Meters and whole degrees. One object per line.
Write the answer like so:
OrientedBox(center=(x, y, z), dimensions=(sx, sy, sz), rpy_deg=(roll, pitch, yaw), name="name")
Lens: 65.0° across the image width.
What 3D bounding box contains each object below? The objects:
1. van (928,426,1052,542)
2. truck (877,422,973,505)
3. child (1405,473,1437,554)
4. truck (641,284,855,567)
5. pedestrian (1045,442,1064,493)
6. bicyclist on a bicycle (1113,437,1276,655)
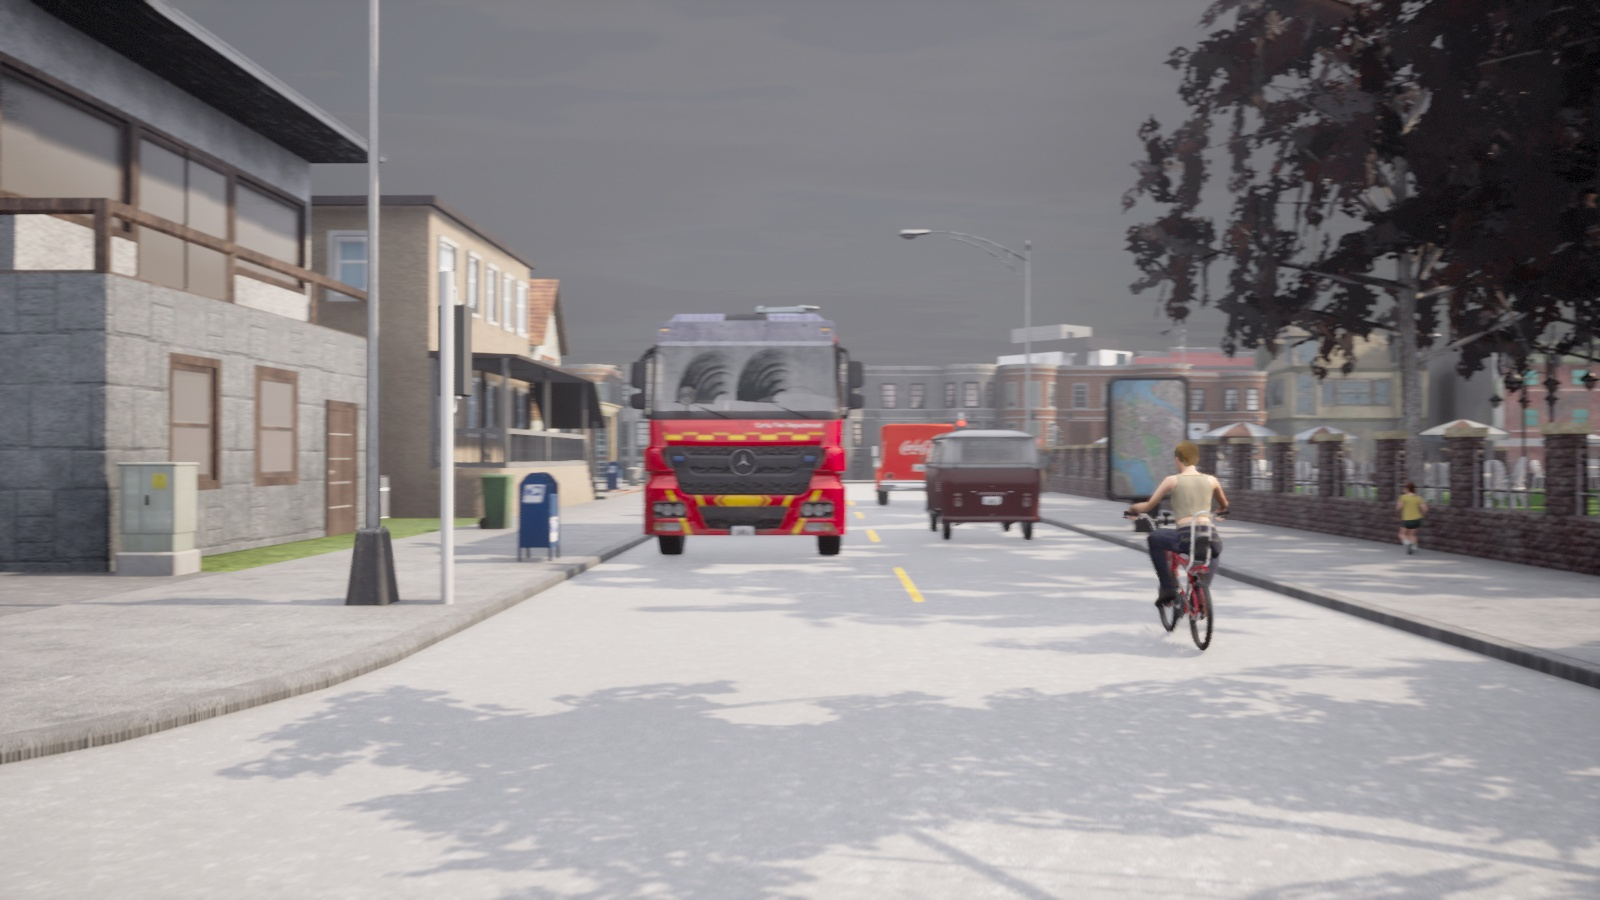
OrientedBox(center=(3.496, 0.603, 23.804), dimensions=(1.775, 1.987, 4.442), rpy_deg=(0, 0, 1), name="van")
OrientedBox(center=(3.886, 0.434, 40.034), dimensions=(2.627, 2.467, 5.204), rpy_deg=(0, -1, 1), name="truck")
OrientedBox(center=(8.713, 0.888, 17.632), dimensions=(0.255, 1.110, 0.394), rpy_deg=(0, 0, 2), name="child")
OrientedBox(center=(-0.566, -0.310, 21.287), dimensions=(2.891, 3.827, 8.468), rpy_deg=(0, 0, 2), name="truck")
OrientedBox(center=(9.350, 0.647, 46.203), dimensions=(0.540, 1.848, 0.694), rpy_deg=(0, 0, -1), name="pedestrian")
OrientedBox(center=(3.122, 0.720, 10.094), dimensions=(0.866, 1.612, 1.509), rpy_deg=(-1, 0, 2), name="bicyclist on a bicycle")
